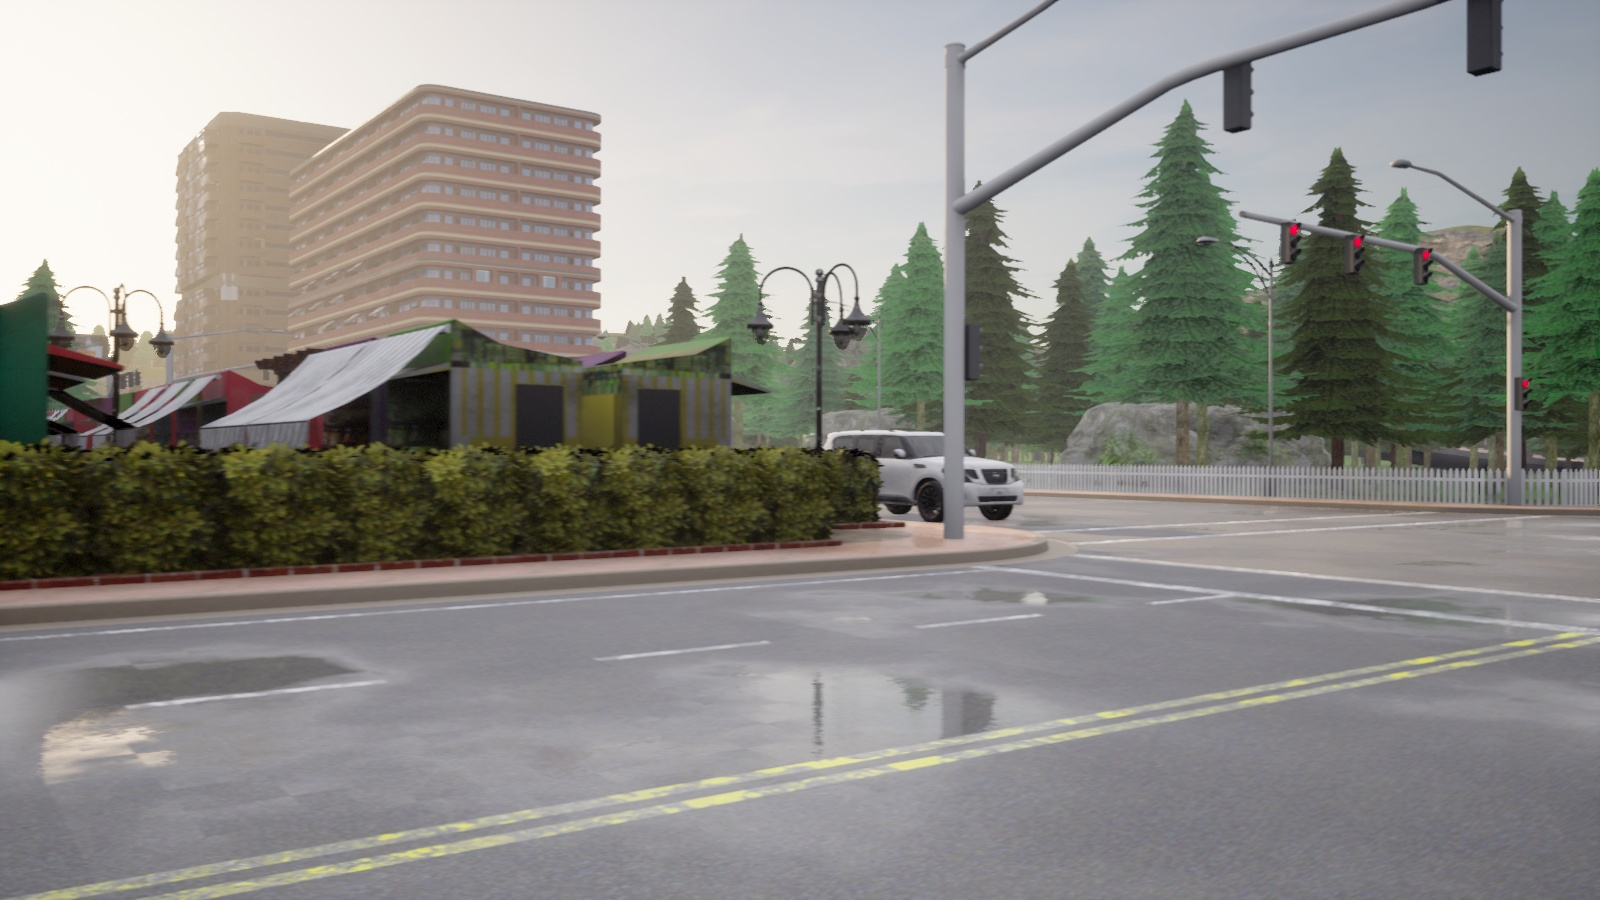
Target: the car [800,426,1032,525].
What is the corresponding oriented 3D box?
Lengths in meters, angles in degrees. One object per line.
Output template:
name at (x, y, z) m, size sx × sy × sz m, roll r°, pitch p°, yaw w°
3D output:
car at (2.504, 0.529, 28.779) m, size 2.150 × 2.045 × 5.566 m, roll 0°, pitch 0°, yaw -36°
